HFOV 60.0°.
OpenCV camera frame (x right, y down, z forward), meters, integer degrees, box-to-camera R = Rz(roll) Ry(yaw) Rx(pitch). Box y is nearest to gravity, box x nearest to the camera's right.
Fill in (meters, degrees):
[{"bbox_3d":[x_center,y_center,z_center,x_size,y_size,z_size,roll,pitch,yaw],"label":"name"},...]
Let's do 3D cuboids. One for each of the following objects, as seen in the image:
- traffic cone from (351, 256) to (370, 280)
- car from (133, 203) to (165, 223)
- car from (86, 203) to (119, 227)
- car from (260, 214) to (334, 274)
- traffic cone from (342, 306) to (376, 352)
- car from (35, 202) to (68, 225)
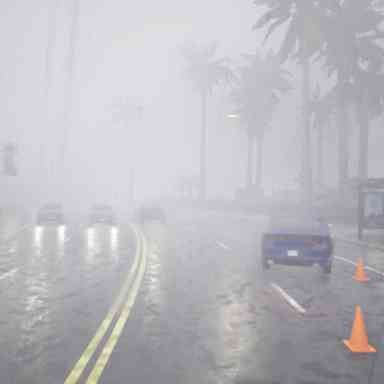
[{"bbox_3d":[4.515,2.024,8.906,0.340,0.580,0.340,0,0,1],"label":"traffic cone"},{"bbox_3d":[-3.508,1.590,26.729,1.882,1.535,5.008,1,0,-18],"label":"car"},{"bbox_3d":[-6.447,1.588,23.854,1.837,1.490,4.892,1,0,-17],"label":"car"},{"bbox_3d":[3.514,1.449,10.876,1.882,1.535,5.008,-1,-1,22],"label":"car"},{"bbox_3d":[2.469,1.994,4.930,0.340,0.580,0.340,0,0,1],"label":"traffic cone"},{"bbox_3d":[-10.458,1.571,24.929,1.837,1.490,4.892,1,0,-20],"label":"car"}]
